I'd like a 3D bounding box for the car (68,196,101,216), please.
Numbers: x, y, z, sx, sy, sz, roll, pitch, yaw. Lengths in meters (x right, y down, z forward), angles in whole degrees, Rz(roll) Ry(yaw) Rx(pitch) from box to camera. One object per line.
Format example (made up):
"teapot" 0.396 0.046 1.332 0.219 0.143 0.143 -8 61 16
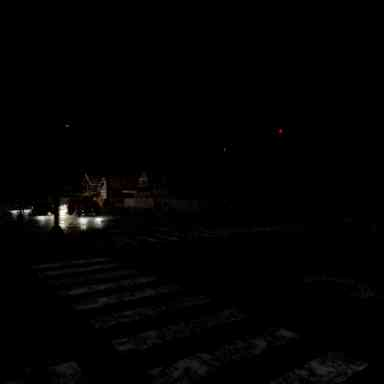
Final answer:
"car" -11.693 1.476 35.852 2.150 2.045 5.566 0 0 -36

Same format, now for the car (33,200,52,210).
"car" -23.726 1.962 52.653 1.812 1.442 4.674 0 -1 -36

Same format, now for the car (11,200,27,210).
"car" -26.447 1.958 50.874 1.812 1.442 4.674 0 -1 -36

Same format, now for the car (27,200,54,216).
"car" -16.365 1.826 36.756 2.033 1.411 5.357 0 0 -36
